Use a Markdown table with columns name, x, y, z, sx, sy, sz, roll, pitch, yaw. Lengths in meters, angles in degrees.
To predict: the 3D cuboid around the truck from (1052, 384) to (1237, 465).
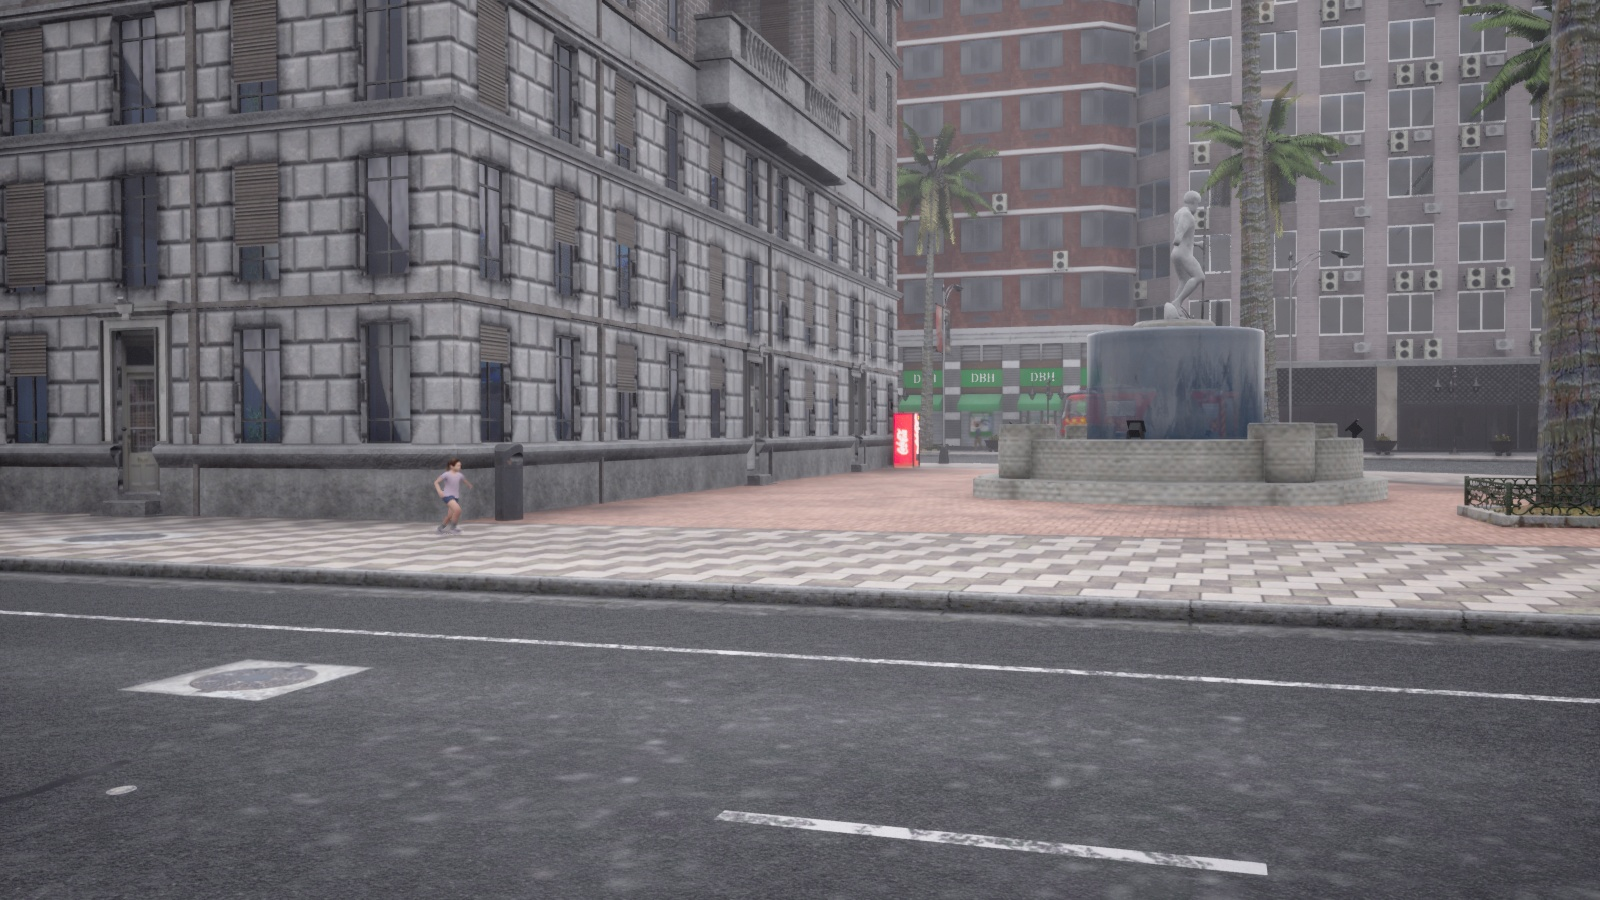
| name | x | y | z | sx | sy | sz | roll | pitch | yaw |
| --- | --- | --- | --- | --- | --- | --- | --- | --- | --- |
| truck | 17.286 | -1.288 | 63.374 | 8.468 | 3.827 | 2.891 | 1 | 1 | 37 |

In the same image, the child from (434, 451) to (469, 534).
| name | x | y | z | sx | sy | sz | roll | pitch | yaw |
| --- | --- | --- | --- | --- | --- | --- | --- | --- | --- |
| child | -4.750 | 0.572 | 17.108 | 0.394 | 1.110 | 0.255 | 1 | 1 | 26 |
